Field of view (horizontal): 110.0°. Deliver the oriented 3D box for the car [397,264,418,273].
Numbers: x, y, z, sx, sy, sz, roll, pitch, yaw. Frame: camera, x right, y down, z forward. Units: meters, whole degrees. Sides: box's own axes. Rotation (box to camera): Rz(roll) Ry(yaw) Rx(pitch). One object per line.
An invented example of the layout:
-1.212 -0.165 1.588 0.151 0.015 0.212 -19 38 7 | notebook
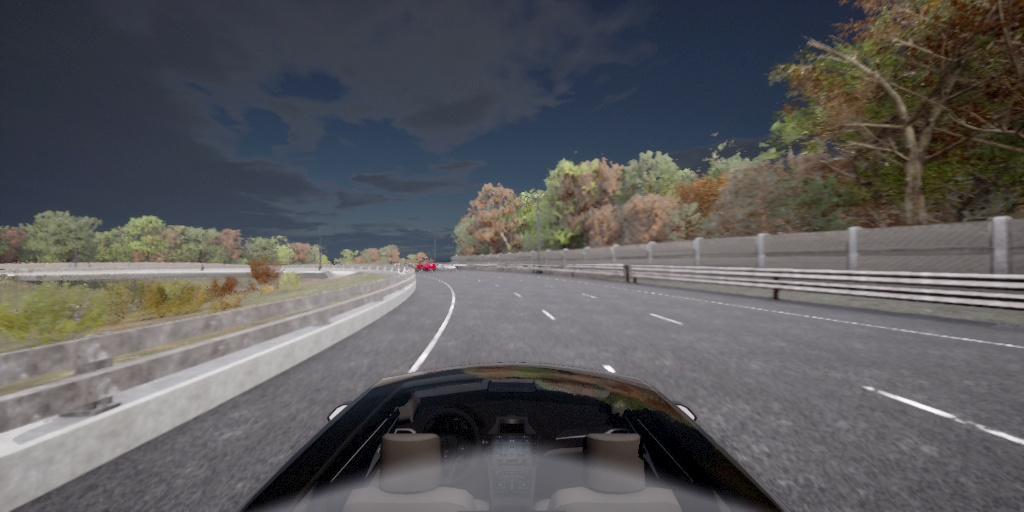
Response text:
-18.609 2.063 62.308 2.128 1.511 4.902 0 -1 -34 | car
